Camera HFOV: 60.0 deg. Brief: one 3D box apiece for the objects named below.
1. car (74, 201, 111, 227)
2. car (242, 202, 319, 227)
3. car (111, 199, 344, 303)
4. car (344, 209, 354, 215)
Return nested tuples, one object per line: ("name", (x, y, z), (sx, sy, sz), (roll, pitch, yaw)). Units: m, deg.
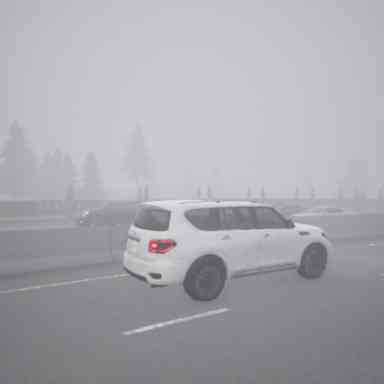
("car", (-5.052, 1.310, 21.171), (4.553, 1.767, 2.097), (0, 0, -30))
("car", (6.134, 1.507, 23.104), (4.902, 1.511, 2.128), (0, 0, -24))
("car", (1.072, 1.212, 8.404), (5.566, 2.045, 2.150), (0, 0, -32))
("car", (7.806, 1.546, 20.034), (4.674, 1.442, 1.812), (0, 0, -24))
